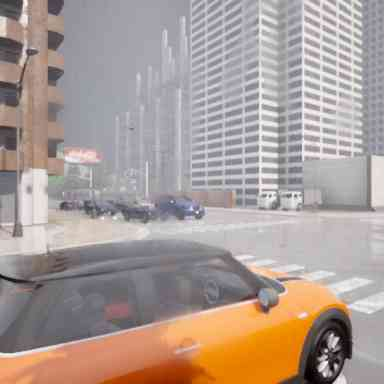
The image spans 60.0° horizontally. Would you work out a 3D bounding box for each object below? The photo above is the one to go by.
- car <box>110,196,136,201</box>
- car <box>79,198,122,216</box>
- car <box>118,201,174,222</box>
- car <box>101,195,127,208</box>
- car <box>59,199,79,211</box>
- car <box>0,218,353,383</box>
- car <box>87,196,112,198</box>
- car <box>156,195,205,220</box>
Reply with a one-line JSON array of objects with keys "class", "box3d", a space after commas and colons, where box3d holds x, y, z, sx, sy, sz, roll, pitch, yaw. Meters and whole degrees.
[{"class": "car", "box3d": [-6.941, 1.550, 36.398, 1.837, 1.490, 4.892, 0, 0, -36]}, {"class": "car", "box3d": [-9.407, 1.595, 33.839, 2.033, 1.411, 5.357, 0, 0, -36]}, {"class": "car", "box3d": [-3.707, 1.648, 26.059, 1.895, 1.301, 4.718, 0, 0, -36]}, {"class": "car", "box3d": [-11.417, 1.395, 48.752, 2.097, 1.767, 4.553, 0, 0, -36]}, {"class": "car", "box3d": [-15.263, 1.611, 41.883, 1.994, 1.385, 4.181, 0, 0, -35]}, {"class": "car", "box3d": [-0.153, 1.351, 3.855, 4.553, 1.767, 2.097, 0, 0, -35]}, {"class": "car", "box3d": [-12.999, 1.397, 44.707, 2.097, 1.767, 4.553, 0, 0, -36]}, {"class": "car", "box3d": [-1.228, 1.267, 28.599, 2.150, 2.045, 5.566, 0, 0, -36]}]
